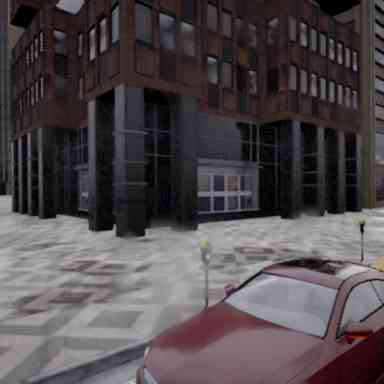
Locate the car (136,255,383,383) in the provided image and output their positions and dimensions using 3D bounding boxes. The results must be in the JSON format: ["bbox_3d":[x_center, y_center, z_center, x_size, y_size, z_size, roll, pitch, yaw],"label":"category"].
[{"bbox_3d":[1.381,1.539,3.955,4.206,1.307,1.802,-1,1,-39],"label":"car"}]
